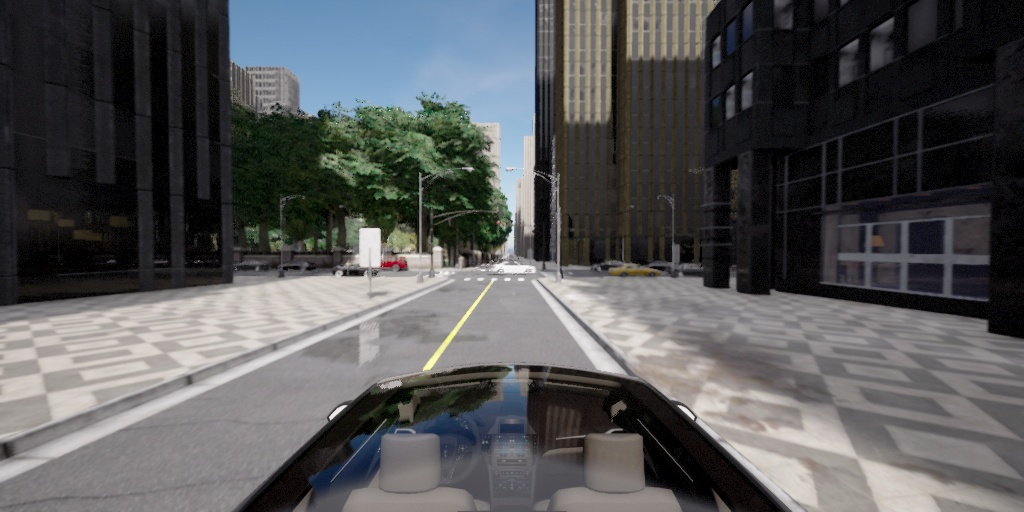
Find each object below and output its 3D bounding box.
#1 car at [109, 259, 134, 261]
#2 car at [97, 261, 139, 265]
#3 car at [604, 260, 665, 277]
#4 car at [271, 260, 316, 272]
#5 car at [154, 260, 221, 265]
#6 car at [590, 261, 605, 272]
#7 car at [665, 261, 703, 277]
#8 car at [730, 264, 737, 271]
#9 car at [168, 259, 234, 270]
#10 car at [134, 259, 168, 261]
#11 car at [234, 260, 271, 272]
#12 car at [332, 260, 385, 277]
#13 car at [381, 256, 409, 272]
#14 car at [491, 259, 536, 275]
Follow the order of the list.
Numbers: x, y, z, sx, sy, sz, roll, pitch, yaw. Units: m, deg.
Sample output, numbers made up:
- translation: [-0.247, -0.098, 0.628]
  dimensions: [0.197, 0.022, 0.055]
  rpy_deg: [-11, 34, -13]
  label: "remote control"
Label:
- translation: [-47.775, 1.048, 43.403]
  dimensions: [4.097, 1.591, 1.967]
  rpy_deg: [0, 0, 0]
  label: "car"
- translation: [-36.900, 1.360, 34.822]
  dimensions: [4.207, 1.307, 1.802]
  rpy_deg: [0, 0, 0]
  label: "car"
- translation: [11.761, 1.334, 34.564]
  dimensions: [4.829, 1.417, 1.751]
  rpy_deg: [0, 0, 0]
  label: "car"
- translation: [-25.949, 1.179, 43.287]
  dimensions: [4.313, 1.339, 1.948]
  rpy_deg: [0, 0, 0]
  label: "car"
- translation: [-31.443, 1.329, 34.793]
  dimensions: [4.403, 1.370, 2.007]
  rpy_deg: [0, 0, 0]
  label: "car"
- translation: [11.627, 1.192, 43.088]
  dimensions: [4.403, 1.370, 2.007]
  rpy_deg: [0, 0, 0]
  label: "car"
- translation: [17.104, 1.366, 34.536]
  dimensions: [4.403, 1.370, 2.007]
  rpy_deg: [0, 0, 0]
  label: "car"
- translation: [28.166, 1.247, 43.001]
  dimensions: [4.207, 1.307, 1.802]
  rpy_deg: [0, 0, 0]
  label: "car"
- translation: [-32.515, 1.267, 37.547]
  dimensions: [4.892, 1.490, 1.837]
  rpy_deg: [0, 1, 0]
  label: "car"
- translation: [-42.319, 1.050, 43.374]
  dimensions: [4.097, 1.591, 1.967]
  rpy_deg: [0, 0, 0]
  label: "car"
- translation: [-31.406, 1.163, 43.316]
  dimensions: [4.403, 1.370, 2.007]
  rpy_deg: [0, 0, 0]
  label: "car"
- translation: [-15.073, 1.349, 34.706]
  dimensions: [4.313, 1.339, 1.948]
  rpy_deg: [0, 0, 0]
  label: "car"
- translation: [-15.037, 0.931, 43.229]
  dimensions: [5.009, 1.841, 2.192]
  rpy_deg: [0, 0, 0]
  label: "car"
- translation: [0.178, 1.261, 37.392]
  dimensions: [4.674, 1.442, 1.812]
  rpy_deg: [0, 0, 0]
  label: "car"
